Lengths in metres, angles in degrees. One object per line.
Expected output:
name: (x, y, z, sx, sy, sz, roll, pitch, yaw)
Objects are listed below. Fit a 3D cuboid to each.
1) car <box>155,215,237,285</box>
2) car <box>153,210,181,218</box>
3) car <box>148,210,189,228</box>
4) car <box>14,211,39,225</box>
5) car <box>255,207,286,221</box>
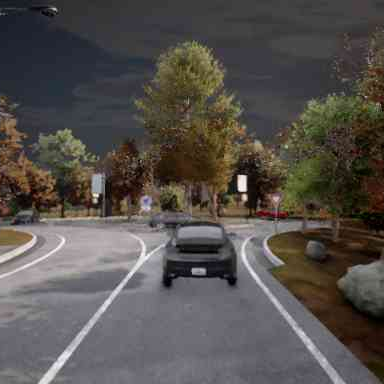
car: (0.272, 1.614, 9.831, 1.837, 1.490, 4.892, 0, -2, 3)
car: (-4.422, 3.942, 59.221, 4.718, 1.301, 1.895, 1, -3, -1)
car: (-1.059, 2.330, 26.490, 4.892, 1.490, 1.837, 0, -1, -4)
car: (-18.902, 2.911, 38.178, 1.837, 1.490, 4.892, -1, -3, -13)
car: (11.813, 3.235, 50.367, 2.150, 2.045, 5.566, 2, -4, -25)
